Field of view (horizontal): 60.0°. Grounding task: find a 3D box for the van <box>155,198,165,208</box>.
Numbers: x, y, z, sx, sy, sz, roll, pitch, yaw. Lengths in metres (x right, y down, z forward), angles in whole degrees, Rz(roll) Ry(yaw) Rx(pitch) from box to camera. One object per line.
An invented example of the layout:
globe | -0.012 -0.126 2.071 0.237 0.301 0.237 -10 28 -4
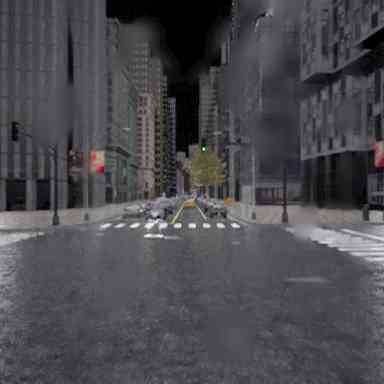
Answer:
van | -6.187 2.060 64.363 1.690 1.788 3.998 0 -1 0

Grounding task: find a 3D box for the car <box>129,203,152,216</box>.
car | -5.975 1.980 38.965 2.008 1.369 4.403 0 -1 0

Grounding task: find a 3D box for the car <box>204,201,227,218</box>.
car | 2.592 1.925 34.041 2.008 1.369 4.403 0 -1 0

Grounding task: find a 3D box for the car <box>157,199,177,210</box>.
car | -3.333 2.011 42.003 2.033 1.411 5.357 0 -1 0

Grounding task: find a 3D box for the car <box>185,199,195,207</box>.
car | -0.487 2.336 72.355 2.128 1.511 4.902 0 -1 0

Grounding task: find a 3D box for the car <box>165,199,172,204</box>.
car | -6.411 2.618 91.423 1.802 1.307 4.206 0 -1 0

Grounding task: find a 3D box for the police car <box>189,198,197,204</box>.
police car | 0.280 2.423 88.209 1.930 1.638 5.238 0 -1 0

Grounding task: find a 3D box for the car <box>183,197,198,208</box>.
car | -0.303 2.170 62.063 1.882 1.535 5.008 0 -1 -1

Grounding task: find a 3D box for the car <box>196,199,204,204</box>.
car | 2.109 2.594 91.974 2.008 1.369 4.403 0 -1 0

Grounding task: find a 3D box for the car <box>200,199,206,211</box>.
car | 2.501 2.042 44.929 1.887 1.381 4.507 0 -1 0

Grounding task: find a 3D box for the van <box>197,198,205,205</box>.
van | 2.197 2.259 81.400 1.690 1.788 3.998 0 -1 0

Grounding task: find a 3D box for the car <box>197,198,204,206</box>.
car | 2.373 2.222 60.244 2.008 1.369 4.403 0 -1 0

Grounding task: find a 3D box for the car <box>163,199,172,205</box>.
car | -6.367 2.522 86.012 2.008 1.369 4.403 0 -1 0

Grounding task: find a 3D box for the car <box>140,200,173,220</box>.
car | -3.256 1.838 31.516 2.128 1.511 4.902 0 -1 0

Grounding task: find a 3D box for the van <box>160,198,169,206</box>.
van | -6.277 2.185 75.189 1.690 1.788 3.998 0 -1 0

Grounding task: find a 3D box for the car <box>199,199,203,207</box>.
car | 2.456 2.109 50.373 2.008 1.369 4.403 0 -1 0

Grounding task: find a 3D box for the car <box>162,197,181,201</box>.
car | -3.429 2.105 55.114 2.128 1.511 4.902 0 -1 0

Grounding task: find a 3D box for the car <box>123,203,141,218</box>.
car | -5.933 1.924 33.973 2.008 1.369 4.403 0 -1 0
